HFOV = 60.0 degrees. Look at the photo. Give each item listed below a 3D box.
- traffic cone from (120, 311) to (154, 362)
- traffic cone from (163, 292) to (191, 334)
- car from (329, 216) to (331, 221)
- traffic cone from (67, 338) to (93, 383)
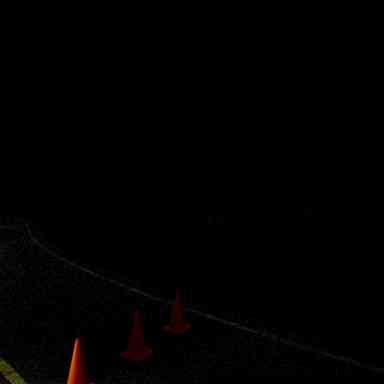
[{"bbox_3d":[-0.758,1.938,4.585,0.340,0.580,0.340,1,1,31],"label":"traffic cone"},{"bbox_3d":[-0.238,1.931,5.435,0.340,0.580,0.340,1,1,31],"label":"traffic cone"},{"bbox_3d":[35.619,6.632,82.731,1.851,1.617,3.988,-4,-3,4],"label":"car"},{"bbox_3d":[-1.277,1.945,3.735,0.340,0.580,0.340,1,1,31],"label":"traffic cone"}]
